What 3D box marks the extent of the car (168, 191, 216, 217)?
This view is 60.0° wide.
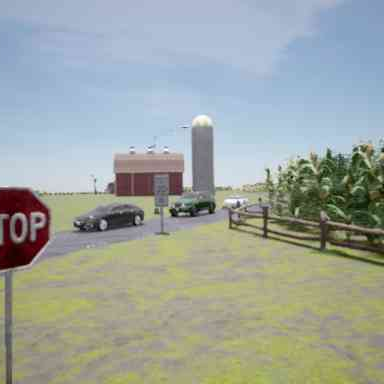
[{"bbox_3d":[0.162,0.990,28.708,2.150,2.045,5.566,-1,0,29],"label":"car"}]

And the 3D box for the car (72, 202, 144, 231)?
[{"bbox_3d":[-4.910,1.434,20.140,1.837,1.490,4.892,-1,0,32],"label":"car"}]

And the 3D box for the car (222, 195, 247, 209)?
[{"bbox_3d":[4.932,1.132,37.823,1.812,1.442,4.674,-1,0,26],"label":"car"}]
